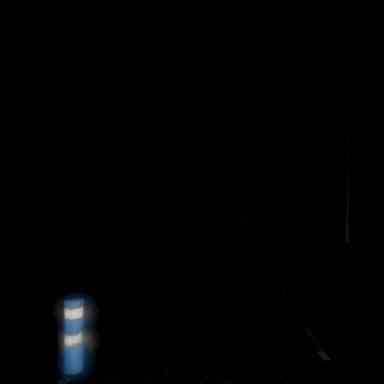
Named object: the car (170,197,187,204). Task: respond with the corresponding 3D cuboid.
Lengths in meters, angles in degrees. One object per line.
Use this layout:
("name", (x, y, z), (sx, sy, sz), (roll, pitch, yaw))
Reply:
("car", (-3.895, 2.385, 93.734), (4.553, 1.767, 2.185), (1, -2, 4))

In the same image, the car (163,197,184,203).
("car", (-4.237, 2.226, 85.421), (5.366, 1.575, 1.946), (1, -2, 4))

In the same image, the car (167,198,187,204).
("car", (-4.058, 2.407, 90.959), (5.008, 1.535, 2.097), (1, -2, 4))

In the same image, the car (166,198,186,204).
("car", (-4.242, 2.314, 88.195), (4.892, 1.521, 2.231), (1, -2, 4))

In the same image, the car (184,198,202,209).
("car", (0.425, 1.683, 52.682), (2.097, 1.767, 4.553), (1, 0, 4))
